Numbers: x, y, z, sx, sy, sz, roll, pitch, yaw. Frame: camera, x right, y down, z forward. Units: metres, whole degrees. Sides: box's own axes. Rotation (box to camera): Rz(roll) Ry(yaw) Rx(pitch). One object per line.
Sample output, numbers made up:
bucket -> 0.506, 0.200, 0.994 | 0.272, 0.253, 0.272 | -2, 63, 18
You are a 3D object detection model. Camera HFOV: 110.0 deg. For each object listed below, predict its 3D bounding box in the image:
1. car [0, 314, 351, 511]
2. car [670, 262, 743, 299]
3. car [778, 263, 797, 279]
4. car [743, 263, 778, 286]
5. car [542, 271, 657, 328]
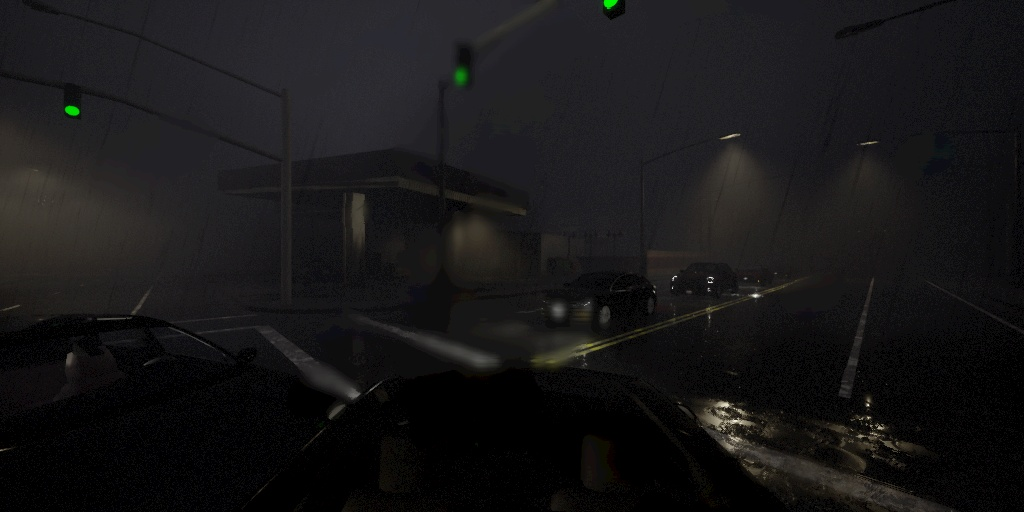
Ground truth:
car -> -3.396, 1.242, 2.622 | 4.902, 1.511, 2.128 | 0, 0, 15
car -> 9.897, 1.102, 18.358 | 4.553, 1.767, 2.097 | 0, 0, -44
car -> 24.092, 1.314, 32.185 | 4.181, 1.385, 1.994 | 0, 0, -44
car -> 16.890, 1.314, 25.201 | 1.994, 1.385, 4.181 | 0, 0, 45
car -> 2.993, 1.255, 11.579 | 4.892, 1.490, 1.837 | 0, 0, -45
